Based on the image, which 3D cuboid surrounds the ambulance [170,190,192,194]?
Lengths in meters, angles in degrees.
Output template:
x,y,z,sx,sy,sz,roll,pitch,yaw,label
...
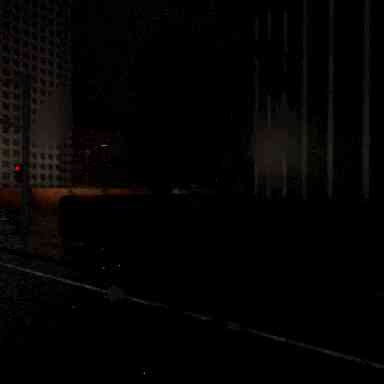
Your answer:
x,y,z,sx,sy,sz,roll,pitch,yaw,label
-2.555,0.888,52.072,2.351,2.431,6.366,0,0,35,ambulance
